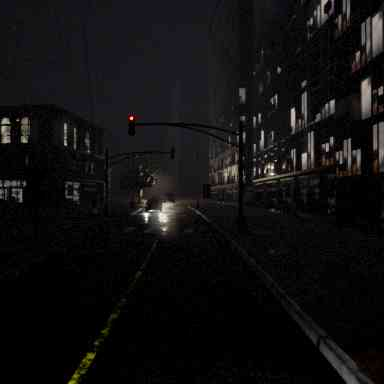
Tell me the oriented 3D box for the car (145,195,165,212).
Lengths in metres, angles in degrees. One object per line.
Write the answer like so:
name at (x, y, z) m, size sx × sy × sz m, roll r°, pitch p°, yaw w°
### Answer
car at (-4.380, 1.471, 38.456) m, size 1.882 × 1.535 × 5.008 m, roll 0°, pitch 0°, yaw -5°

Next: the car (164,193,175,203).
car at (-4.825, 1.208, 69.158) m, size 2.150 × 2.045 × 5.566 m, roll 0°, pitch 0°, yaw -8°

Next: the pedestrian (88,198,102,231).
pedestrian at (-5.110, 1.141, 17.542) m, size 0.375 × 1.860 × 0.375 m, roll 1°, pitch -1°, yaw -2°

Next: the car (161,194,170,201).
car at (-6.367, 1.335, 79.426) m, size 1.812 × 1.442 × 4.674 m, roll 0°, pitch 0°, yaw -10°

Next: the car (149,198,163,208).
car at (-5.327, 1.591, 49.170) m, size 1.895 × 1.301 × 4.718 m, roll 0°, pitch 0°, yaw -6°
